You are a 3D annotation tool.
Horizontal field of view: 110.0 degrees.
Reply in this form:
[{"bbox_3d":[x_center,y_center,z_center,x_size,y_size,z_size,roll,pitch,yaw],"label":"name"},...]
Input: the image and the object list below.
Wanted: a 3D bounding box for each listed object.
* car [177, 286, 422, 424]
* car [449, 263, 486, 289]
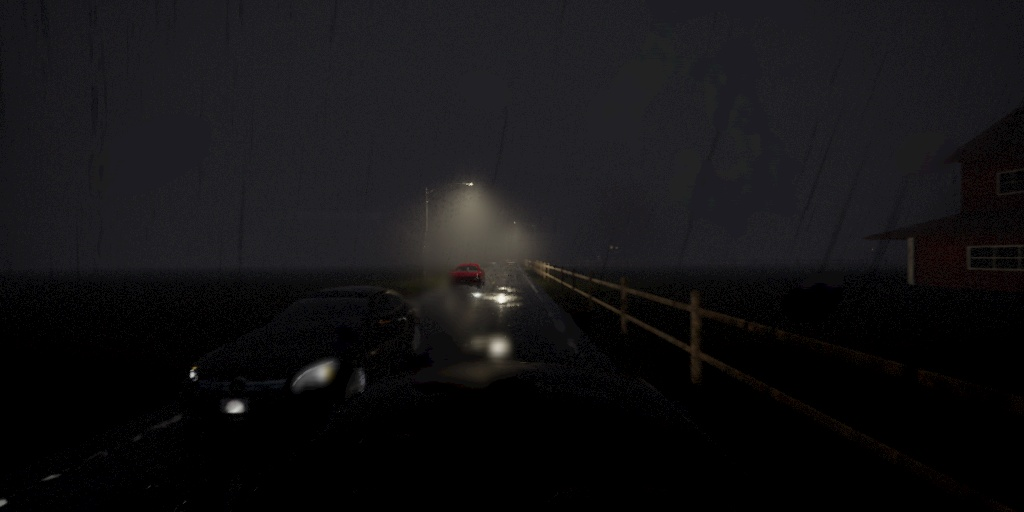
[{"bbox_3d":[-2.826,1.277,6.000,1.812,1.442,4.674,0,0,0],"label":"car"},{"bbox_3d":[-2.800,1.234,23.302,1.882,1.535,5.008,0,0,0],"label":"car"}]
